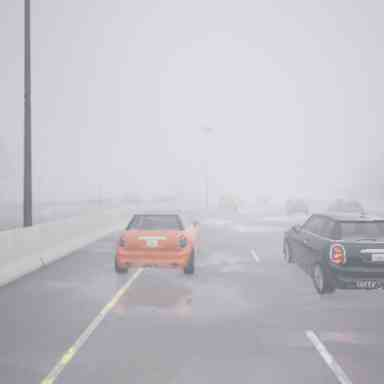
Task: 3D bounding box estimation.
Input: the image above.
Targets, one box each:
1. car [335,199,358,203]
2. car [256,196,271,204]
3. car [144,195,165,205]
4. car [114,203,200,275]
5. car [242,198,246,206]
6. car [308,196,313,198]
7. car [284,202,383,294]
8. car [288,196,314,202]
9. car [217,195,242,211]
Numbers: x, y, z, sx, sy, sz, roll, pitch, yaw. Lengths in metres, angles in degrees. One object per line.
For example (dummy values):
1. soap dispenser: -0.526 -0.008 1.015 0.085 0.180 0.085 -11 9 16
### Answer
1. car: 13.006 1.356 28.328 2.128 1.511 4.902 0 0 10
2. car: 11.802 1.339 54.724 1.895 1.301 4.718 0 0 18
3. car: -6.153 1.257 55.066 1.812 1.442 4.674 0 0 16
4. car: -0.873 1.299 10.529 2.097 1.767 4.553 0 0 4
5. car: 6.520 1.295 48.067 1.812 1.442 4.674 0 0 16
6. car: 19.702 1.333 56.396 1.895 1.301 4.718 0 0 20
7. car: 3.870 1.311 8.753 2.097 1.767 4.553 0 0 3
8. car: 10.076 1.394 32.102 2.033 1.411 5.357 0 0 12
9. car: 4.123 1.171 37.607 2.097 1.767 4.553 0 0 12
